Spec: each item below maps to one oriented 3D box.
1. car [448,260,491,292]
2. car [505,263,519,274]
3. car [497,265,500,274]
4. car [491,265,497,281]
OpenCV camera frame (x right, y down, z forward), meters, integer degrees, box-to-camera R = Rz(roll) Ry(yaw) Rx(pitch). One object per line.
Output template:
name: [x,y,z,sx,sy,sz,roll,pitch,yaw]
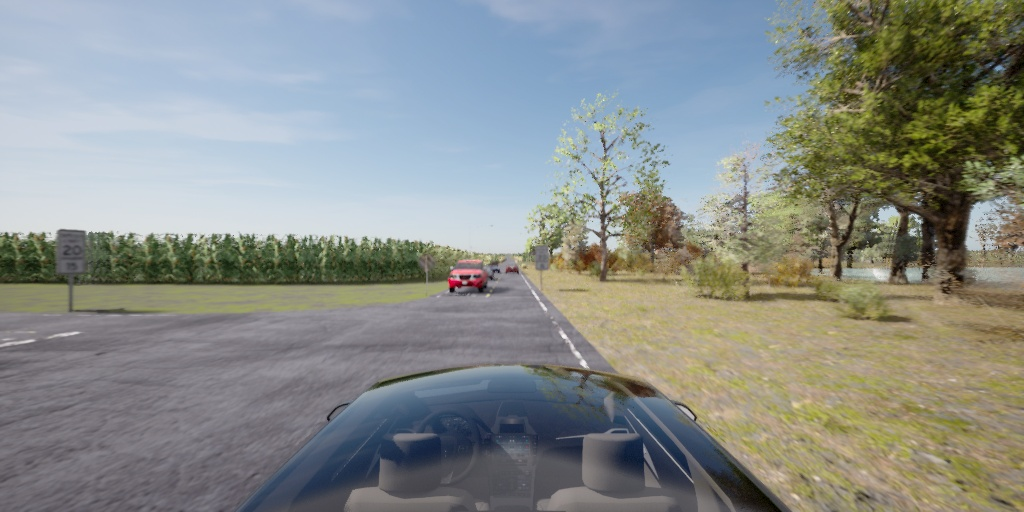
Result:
car: [-2.854,1.294,24.376,2.150,2.045,5.566,0,-1,0]
car: [0.033,1.827,54.978,2.097,1.767,4.553,0,-1,0]
car: [-2.808,2.087,55.922,1.895,1.301,4.718,0,-1,0]
car: [-2.858,1.769,37.142,1.812,1.442,4.674,0,-1,0]
